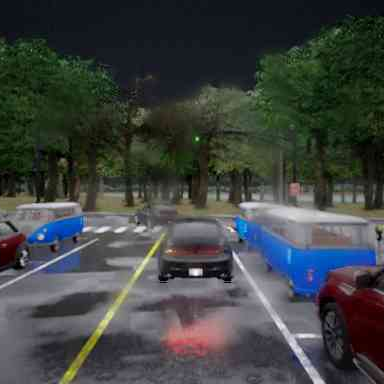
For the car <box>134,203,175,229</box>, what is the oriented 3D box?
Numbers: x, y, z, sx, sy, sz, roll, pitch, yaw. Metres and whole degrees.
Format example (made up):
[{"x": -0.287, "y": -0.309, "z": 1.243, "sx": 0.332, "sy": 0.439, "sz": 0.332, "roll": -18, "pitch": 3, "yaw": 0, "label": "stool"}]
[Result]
[{"x": -2.351, "y": 1.491, "z": 21.629, "sx": 1.837, "sy": 1.490, "sz": 4.892, "roll": 1, "pitch": 0, "yaw": -25, "label": "car"}]

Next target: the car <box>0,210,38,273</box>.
[{"x": -5.765, "y": 1.438, "z": 8.124, "sx": 1.967, "sy": 1.590, "sz": 4.097, "roll": 0, "pitch": 0, "yaw": 0, "label": "car"}]

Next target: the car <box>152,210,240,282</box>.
[{"x": 0.090, "y": 1.504, "z": 9.766, "sx": 1.837, "sy": 1.490, "sz": 4.892, "roll": 0, "pitch": 0, "yaw": 0, "label": "car"}]

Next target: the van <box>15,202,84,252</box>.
[{"x": -5.766, "y": 1.339, "z": 13.562, "sx": 1.690, "sy": 1.788, "sz": 3.998, "roll": 0, "pitch": 0, "yaw": 0, "label": "van"}]

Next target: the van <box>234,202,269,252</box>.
[{"x": 2.759, "y": 1.339, "z": 13.563, "sx": 1.690, "sy": 1.788, "sz": 3.998, "roll": 0, "pitch": 0, "yaw": 0, "label": "van"}]

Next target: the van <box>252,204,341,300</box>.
[{"x": 2.760, "y": 1.339, "z": 8.125, "sx": 1.690, "sy": 1.788, "sz": 3.998, "roll": 0, "pitch": 0, "yaw": 0, "label": "van"}]

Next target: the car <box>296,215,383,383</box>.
[{"x": 2.761, "y": 1.314, "z": 2.688, "sx": 2.192, "sy": 1.841, "sz": 5.009, "roll": 0, "pitch": 0, "yaw": 0, "label": "car"}]
